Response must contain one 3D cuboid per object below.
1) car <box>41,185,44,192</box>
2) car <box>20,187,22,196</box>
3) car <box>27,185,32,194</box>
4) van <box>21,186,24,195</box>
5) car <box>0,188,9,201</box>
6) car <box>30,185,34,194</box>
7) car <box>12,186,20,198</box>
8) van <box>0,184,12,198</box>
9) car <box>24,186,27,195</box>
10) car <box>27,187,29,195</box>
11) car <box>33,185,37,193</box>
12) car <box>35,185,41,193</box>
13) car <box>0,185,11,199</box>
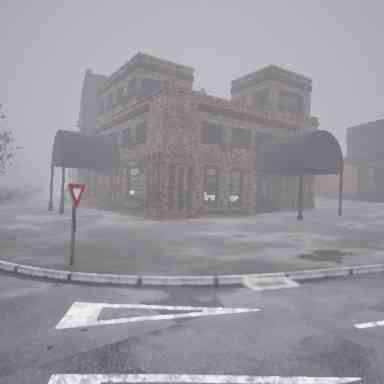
[{"bbox_3d":[-39.980,-0.841,82.833,5.566,2.045,2.435,3,0,-13],"label":"car"},{"bbox_3d":[-32.214,0.171,56.563,4.674,1.452,2.002,3,1,-19],"label":"car"},{"bbox_3d":[-35.650,-0.130,66.910,4.792,1.488,2.163,3,1,-17],"label":"car"},{"bbox_3d":[-32.975,-0.160,59.163,4.442,1.987,1.878,3,1,-19],"label":"van"},{"bbox_3d":[-27.480,0.466,43.817,4.892,1.521,2.231,3,0,-21],"label":"car"},{"bbox_3d":[-36.382,-0.201,69.538,4.792,1.488,2.163,3,1,-16],"label":"car"},{"bbox_3d":[-30.342,0.018,51.554,5.566,2.045,2.435,3,0,-20],"label":"car"},{"bbox_3d":[-29.509,0.103,48.935,4.442,1.987,1.878,3,0,-21],"label":"van"},{"bbox_3d":[-34.142,-0.024,61.659,5.366,1.575,1.946,3,1,-18],"label":"car"},{"bbox_3d":[-34.806,-0.044,64.313,4.674,1.452,2.002,3,1,-17],"label":"car"},{"bbox_3d":[-37.176,-0.306,72.151,4.892,1.521,2.231,3,1,-16],"label":"car"},{"bbox_3d":[-38.673,-0.432,77.534,4.792,1.488,2.163,3,1,-14],"label":"car"},{"bbox_3d":[-28.407,0.277,46.408,4.553,1.767,2.185,3,0,-21],"label":"car"}]
